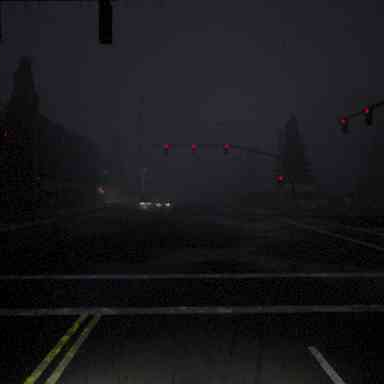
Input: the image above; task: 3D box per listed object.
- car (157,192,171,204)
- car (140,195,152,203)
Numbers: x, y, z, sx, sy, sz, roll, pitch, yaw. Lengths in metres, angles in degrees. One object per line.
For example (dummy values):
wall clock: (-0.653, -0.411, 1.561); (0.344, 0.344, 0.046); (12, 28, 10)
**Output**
car: (-4.895, 0.961, 58.190); (2.150, 2.045, 5.566); (0, 0, -1)
car: (-8.427, 1.273, 61.790); (2.033, 1.411, 5.357); (0, 0, -1)
